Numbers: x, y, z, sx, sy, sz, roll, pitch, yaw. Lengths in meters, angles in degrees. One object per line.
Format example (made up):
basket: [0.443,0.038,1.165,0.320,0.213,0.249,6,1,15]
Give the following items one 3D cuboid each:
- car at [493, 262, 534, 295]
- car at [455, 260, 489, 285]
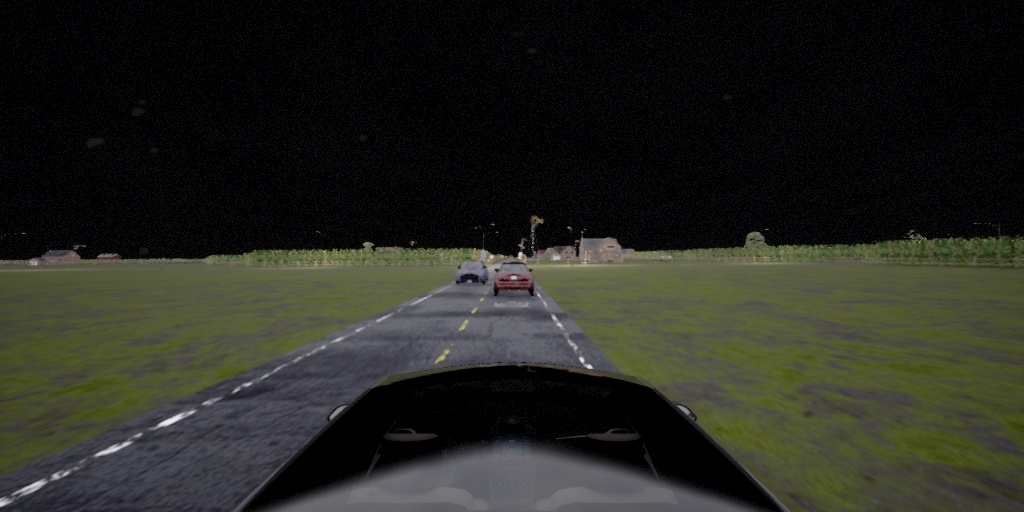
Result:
car: [0.094,1.106,20.076,2.097,1.767,4.553,0,0,0]
car: [-2.851,1.109,26.334,2.097,1.767,4.553,0,0,0]
